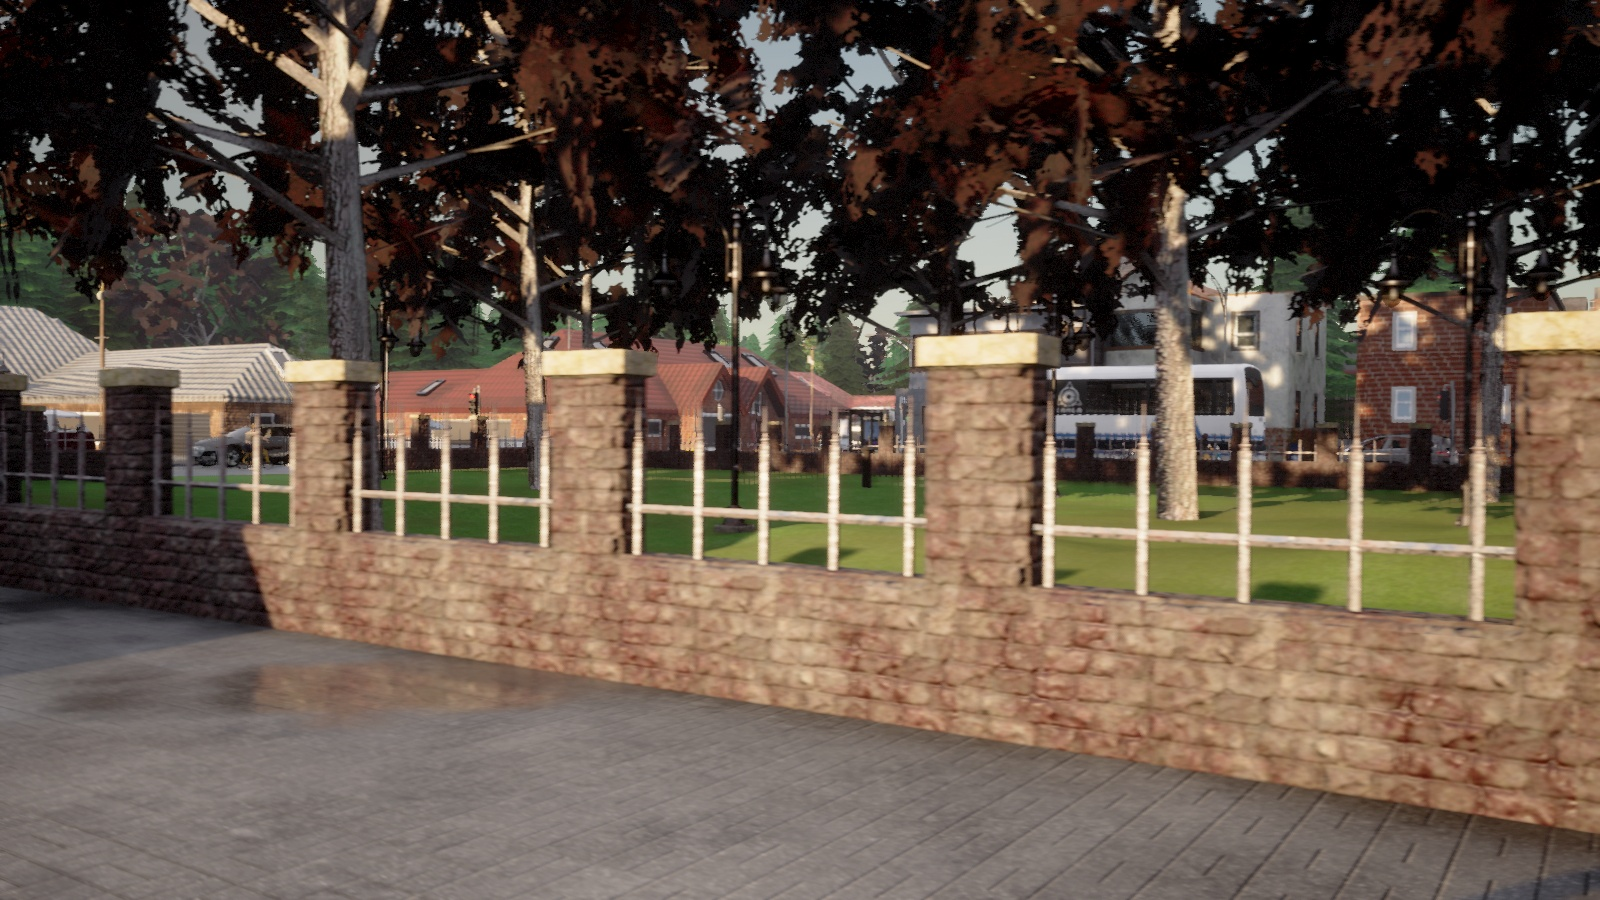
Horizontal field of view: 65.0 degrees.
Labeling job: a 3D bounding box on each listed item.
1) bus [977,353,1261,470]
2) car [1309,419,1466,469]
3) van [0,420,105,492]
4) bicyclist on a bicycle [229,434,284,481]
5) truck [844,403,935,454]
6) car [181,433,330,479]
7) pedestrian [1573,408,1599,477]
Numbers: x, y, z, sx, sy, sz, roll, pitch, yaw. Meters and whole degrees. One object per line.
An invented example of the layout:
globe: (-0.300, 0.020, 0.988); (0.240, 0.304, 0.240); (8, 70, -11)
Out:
bus: (12.614, -1.445, 50.224); (10.273, 4.253, 3.944); (0, 1, 33)
car: (20.702, -0.217, 44.317); (4.611, 1.667, 2.242); (0, 1, 39)
van: (-23.415, 0.159, 37.195); (2.069, 2.038, 4.480); (0, 1, 33)
bicyclist on a bicycle: (-18.978, 0.242, 43.843); (0.866, 1.612, 1.509); (0, 1, 32)
truck: (6.457, -1.532, 89.384); (2.891, 3.462, 7.936); (0, 1, 34)
car: (-20.772, 0.194, 48.071); (2.033, 1.649, 4.856); (0, 1, 37)
pedestrian: (20.968, -0.206, 33.468); (0.594, 1.836, 0.345); (0, 1, 34)
